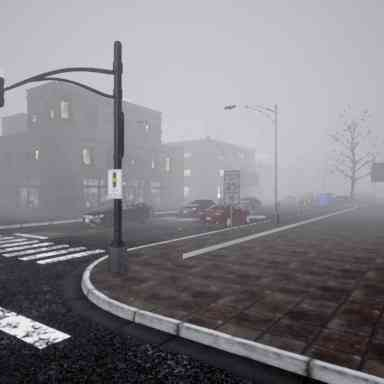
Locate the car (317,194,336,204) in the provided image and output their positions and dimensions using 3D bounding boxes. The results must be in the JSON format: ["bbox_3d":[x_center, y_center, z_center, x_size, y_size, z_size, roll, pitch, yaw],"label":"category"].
[{"bbox_3d":[22.209,1.078,54.929,1.882,1.535,5.008,0,0,34],"label":"car"}]

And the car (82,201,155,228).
[{"bbox_3d":[-4.743,1.384,21.491,2.128,1.511,4.902,0,0,35],"label":"car"}]

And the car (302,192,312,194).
[{"bbox_3d":[22.909,0.861,66.109,2.192,1.841,5.009,0,1,35],"label":"car"}]

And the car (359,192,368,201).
[{"bbox_3d":[32.945,0.938,65.899,1.967,1.590,4.097,0,1,35],"label":"car"}]

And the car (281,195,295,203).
[{"bbox_3d":[16.631,1.200,57.014,1.802,1.307,4.206,0,1,35],"label":"car"}]

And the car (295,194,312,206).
[{"bbox_3d":[16.385,1.269,46.475,1.895,1.301,4.718,0,0,35],"label":"car"}]

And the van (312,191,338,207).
[{"bbox_3d":[17.252,1.021,43.157,1.690,1.788,3.998,0,1,35],"label":"van"}]

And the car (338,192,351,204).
[{"bbox_3d":[23.529,1.172,52.255,1.947,1.339,4.313,0,1,35],"label":"car"}]

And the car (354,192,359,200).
[{"bbox_3d":[26.668,1.115,56.803,1.887,1.381,4.507,0,1,35],"label":"car"}]

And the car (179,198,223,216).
[{"bbox_3d":[0.760,1.353,29.459,1.812,1.442,4.674,0,0,35],"label":"car"}]

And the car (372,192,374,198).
[{"bbox_3d":[39.222,0.972,74.995,1.887,1.381,4.507,0,1,35],"label":"car"}]

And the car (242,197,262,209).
[{"bbox_3d":[6.324,1.287,37.516,1.812,1.442,4.674,0,0,35],"label":"car"}]

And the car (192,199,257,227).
[{"bbox_3d":[2.233,1.402,21.395,1.887,1.381,4.507,0,1,35],"label":"car"}]

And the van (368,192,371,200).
[{"bbox_3d":[36.084,0.804,70.446,1.690,1.788,3.998,0,1,35],"label":"van"}]

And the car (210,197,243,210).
[{"bbox_3d":[4.076,1.332,38.822,1.947,1.339,4.313,0,1,35],"label":"car"}]

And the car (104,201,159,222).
[{"bbox_3d":[-4.664,1.452,26.156,1.802,1.307,4.206,0,1,35],"label":"car"}]

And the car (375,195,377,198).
[{"bbox_3d":[45.500,0.798,84.091,1.967,1.590,4.097,0,1,35],"label":"car"}]

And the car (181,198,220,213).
[{"bbox_3d":[0.938,1.354,34.274,2.008,1.369,4.403,0,1,35],"label":"car"}]
